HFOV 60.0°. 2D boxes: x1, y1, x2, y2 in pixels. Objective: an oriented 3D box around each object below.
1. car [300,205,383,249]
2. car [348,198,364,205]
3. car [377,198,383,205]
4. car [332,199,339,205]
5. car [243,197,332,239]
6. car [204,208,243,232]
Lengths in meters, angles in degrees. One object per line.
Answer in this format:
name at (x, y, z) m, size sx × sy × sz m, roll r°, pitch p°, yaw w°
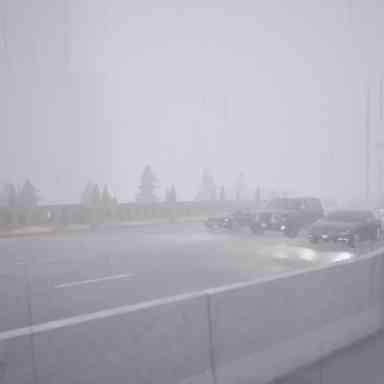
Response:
car at (7.005, 1.540, 15.013) m, size 1.837 × 1.490 × 4.892 m, roll 0°, pitch 0°, yaw 45°
car at (26.659, 1.785, 54.267) m, size 1.837 × 1.490 × 4.892 m, roll 0°, pitch -1°, yaw 18°
car at (28.577, 1.721, 49.077) m, size 1.837 × 1.490 × 4.892 m, roll 0°, pitch -1°, yaw 20°
car at (23.822, 1.864, 56.884) m, size 2.033 × 1.411 × 5.357 m, roll 0°, pitch -1°, yaw 17°
car at (5.423, 1.277, 18.317) m, size 2.150 × 2.045 × 5.566 m, roll 0°, pitch 0°, yaw 44°
car at (2.885, 1.674, 20.702) m, size 1.895 × 1.301 × 4.718 m, roll 0°, pitch 0°, yaw 44°
